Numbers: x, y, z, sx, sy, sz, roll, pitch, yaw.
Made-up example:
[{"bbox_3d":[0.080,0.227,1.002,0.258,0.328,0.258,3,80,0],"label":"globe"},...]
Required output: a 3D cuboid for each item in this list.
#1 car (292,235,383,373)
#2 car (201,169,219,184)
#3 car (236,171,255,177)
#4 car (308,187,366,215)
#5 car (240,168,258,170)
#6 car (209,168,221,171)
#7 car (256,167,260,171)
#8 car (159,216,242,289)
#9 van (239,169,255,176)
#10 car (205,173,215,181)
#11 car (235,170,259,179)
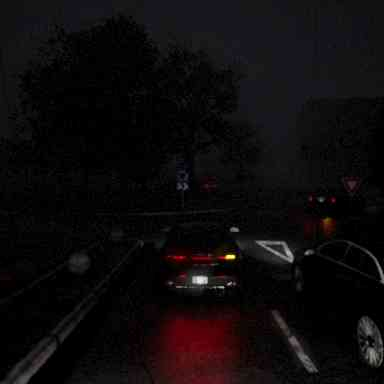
[{"bbox_3d":[3.152,1.472,5.607,2.128,1.511,4.902,0,1,0],"label":"car"},{"bbox_3d":[3.357,-2.666,62.204,2.150,2.045,5.566,0,5,0],"label":"car"},{"bbox_3d":[14.170,-4.716,87.494,4.792,1.488,2.163,1,6,10],"label":"car"},{"bbox_3d":[9.884,0.458,22.508,4.553,1.767,2.097,-3,5,-39],"label":"car"},{"bbox_3d":[12.907,-4.113,79.383,4.553,1.767,2.185,1,5,9],"label":"car"},{"bbox_3d":[5.400,-4.333,82.001,2.097,1.767,4.553,1,5,9],"label":"car"},{"bbox_3d":[13.779,-4.741,84.780,5.566,2.045,2.435,1,5,10],"label":"car"},{"bbox_3d":[0.244,1.413,9.015,1.837,1.490,4.892,0,2,2],"label":"car"},{"bbox_3d":[15.274,-5.469,92.661,4.442,1.987,1.878,1,6,11],"label":"van"},{"bbox_3d":[3.980,-3.317,72.544,1.837,1.490,4.892,1,5,9],"label":"car"},{"bbox_3d":[12.430,-3.738,76.692,4.892,1.521,2.231,1,5,9],"label":"car"}]
